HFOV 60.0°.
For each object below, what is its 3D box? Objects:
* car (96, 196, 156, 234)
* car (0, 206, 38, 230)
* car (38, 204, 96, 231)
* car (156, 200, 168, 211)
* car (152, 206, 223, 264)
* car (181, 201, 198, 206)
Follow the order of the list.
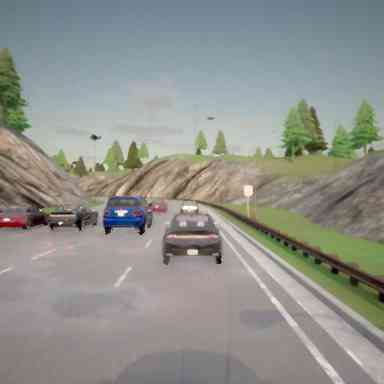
[{"bbox_3d":[-3.579,1.214,19.313,2.150,2.045,5.566,0,0,-1],"label":"car"},{"bbox_3d":[-10.599,1.557,21.027,1.994,1.385,4.181,0,0,-1],"label":"car"},{"bbox_3d":[-7.091,1.484,20.292,2.128,1.511,4.902,0,0,-1],"label":"car"},{"bbox_3d":[-3.808,1.548,37.308,1.994,1.385,4.181,0,0,-1],"label":"car"},{"bbox_3d":[-0.003,1.486,11.816,2.128,1.511,4.902,0,0,-1],"label":"car"},{"bbox_3d":[-0.260,1.585,35.181,1.895,1.301,4.718,0,0,-1],"label":"car"}]
